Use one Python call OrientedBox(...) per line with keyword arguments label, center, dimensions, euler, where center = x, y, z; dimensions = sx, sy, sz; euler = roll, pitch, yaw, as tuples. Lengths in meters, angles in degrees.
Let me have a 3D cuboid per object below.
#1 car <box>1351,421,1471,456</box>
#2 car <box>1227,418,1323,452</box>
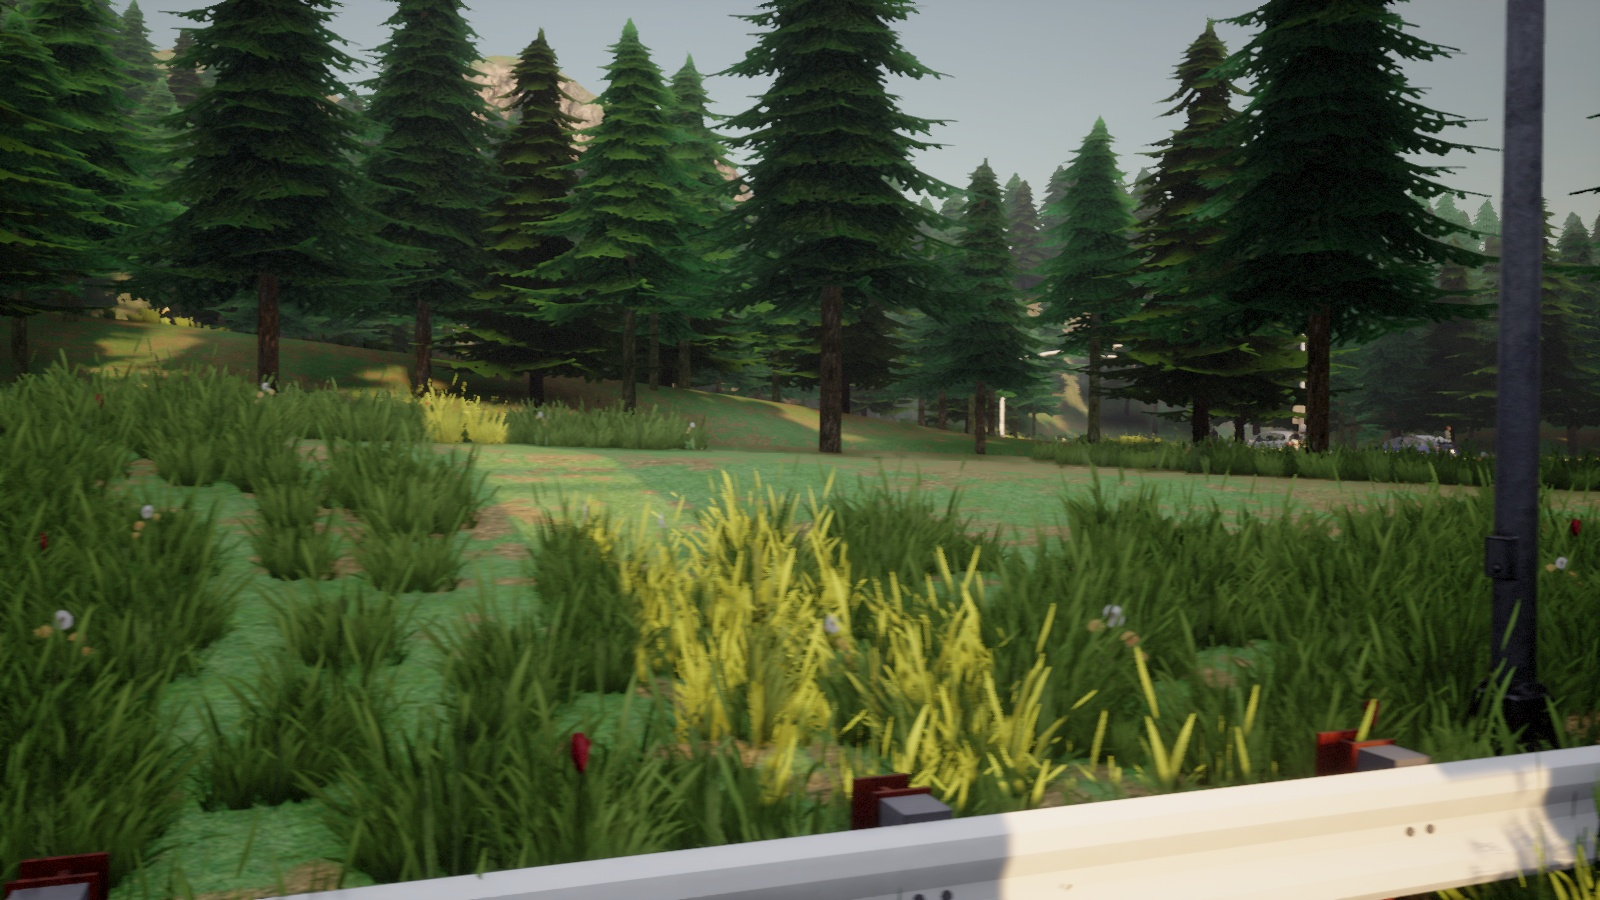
OrientedBox(label="car", center=(27.806, -0.543, 57.343), dimensions=(2.163, 1.488, 4.792), euler=(-1, 1, -20))
OrientedBox(label="car", center=(24.808, -0.803, 65.726), dimensions=(2.242, 1.667, 4.611), euler=(-1, 1, -20))
